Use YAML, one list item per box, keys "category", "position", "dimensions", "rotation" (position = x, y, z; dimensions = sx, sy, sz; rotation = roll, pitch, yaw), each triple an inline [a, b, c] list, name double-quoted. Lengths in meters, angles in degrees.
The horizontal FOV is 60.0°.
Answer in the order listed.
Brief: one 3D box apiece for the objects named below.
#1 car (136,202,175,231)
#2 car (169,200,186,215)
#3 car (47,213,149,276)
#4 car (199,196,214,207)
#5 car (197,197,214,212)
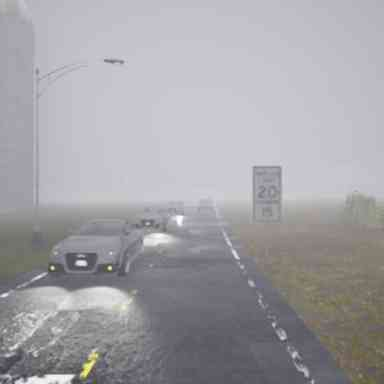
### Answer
- category: "car"
  position: [-2.357, 1.543, 20.154]
  dimensions: [1.994, 1.385, 4.181]
  rotation: [0, 0, 2]
- category: "car"
  position: [-1.681, 1.524, 32.935]
  dimensions: [1.994, 1.385, 4.181]
  rotation: [0, 0, 4]
- category: "car"
  position: [-2.689, 1.554, 10.154]
  dimensions: [1.994, 1.385, 4.181]
  rotation: [0, 0, 1]
- category: "car"
  position: [2.234, 1.428, 50.088]
  dimensions: [2.128, 1.511, 4.902]
  rotation: [0, 0, 3]
- category: "car"
  position: [1.590, 1.500, 38.529]
  dimensions: [2.033, 1.411, 5.357]
  rotation: [0, 0, 4]
